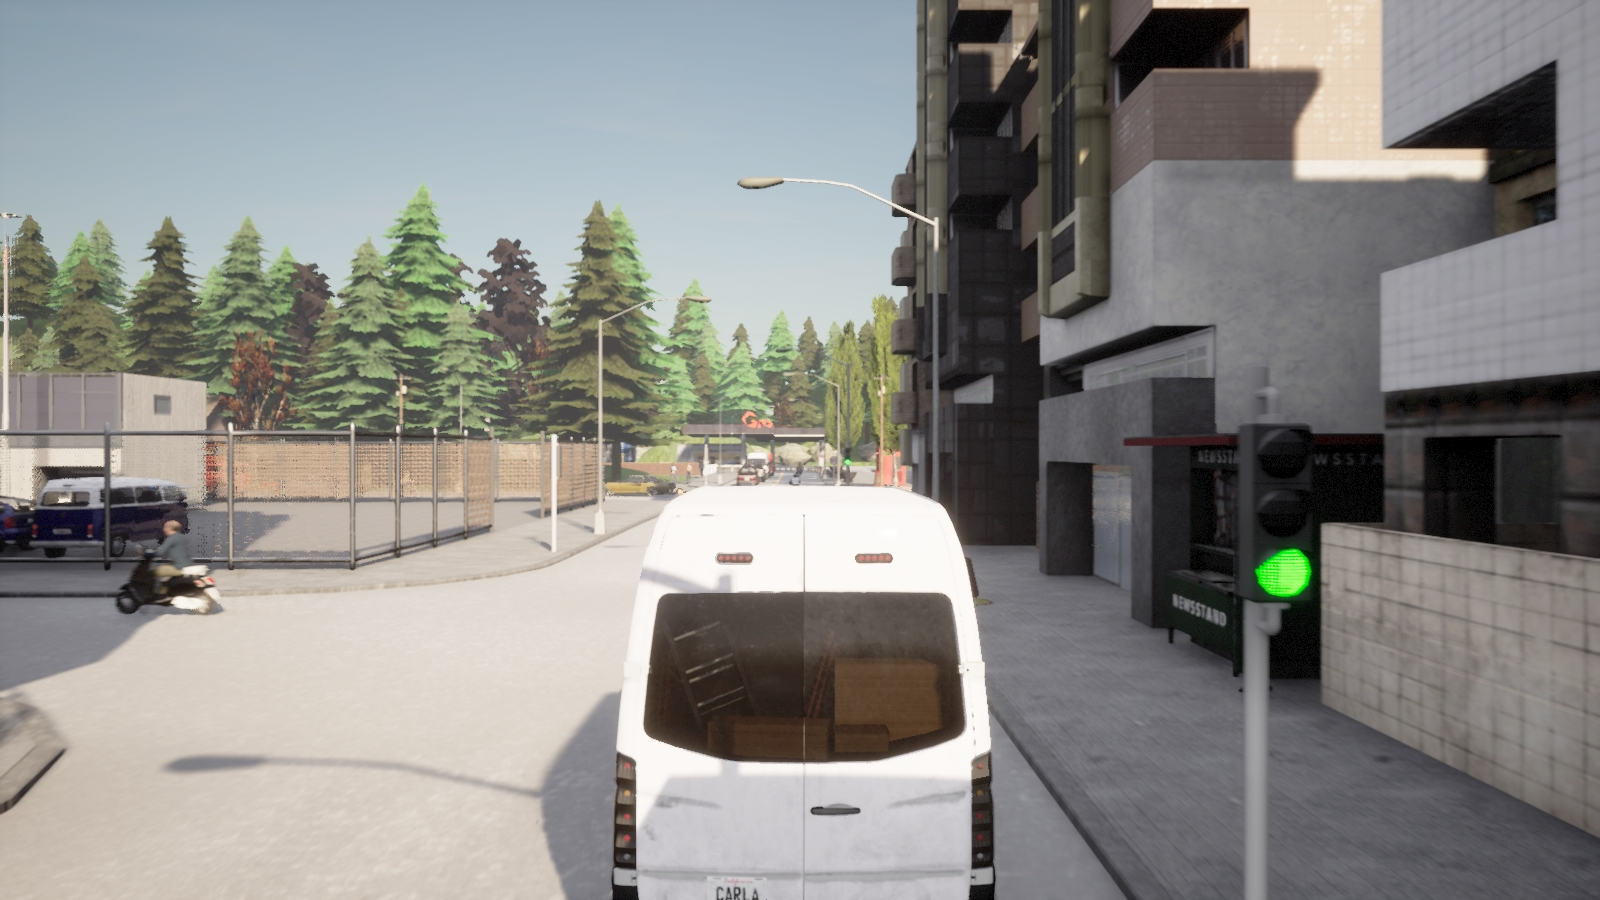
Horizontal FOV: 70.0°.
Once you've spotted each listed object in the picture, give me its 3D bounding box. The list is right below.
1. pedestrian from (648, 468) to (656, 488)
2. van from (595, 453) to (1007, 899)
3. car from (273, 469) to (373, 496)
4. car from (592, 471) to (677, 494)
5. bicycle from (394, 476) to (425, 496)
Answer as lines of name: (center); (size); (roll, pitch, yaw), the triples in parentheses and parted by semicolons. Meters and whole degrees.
pedestrian: (-9.752, 1.816, 75.353); (0.375, 1.300, 0.375); (0, 0, 21)
van: (-0.031, 1.316, 8.488); (1.988, 2.561, 5.915); (0, 0, -1)
car: (-27.077, 1.852, 64.963); (4.792, 1.488, 2.163); (0, 0, 0)
car: (-9.955, 1.944, 68.922); (4.718, 1.301, 1.895); (0, 0, 6)
bicycle: (-22.192, 2.045, 64.964); (1.487, 1.080, 0.859); (0, 0, 0)
